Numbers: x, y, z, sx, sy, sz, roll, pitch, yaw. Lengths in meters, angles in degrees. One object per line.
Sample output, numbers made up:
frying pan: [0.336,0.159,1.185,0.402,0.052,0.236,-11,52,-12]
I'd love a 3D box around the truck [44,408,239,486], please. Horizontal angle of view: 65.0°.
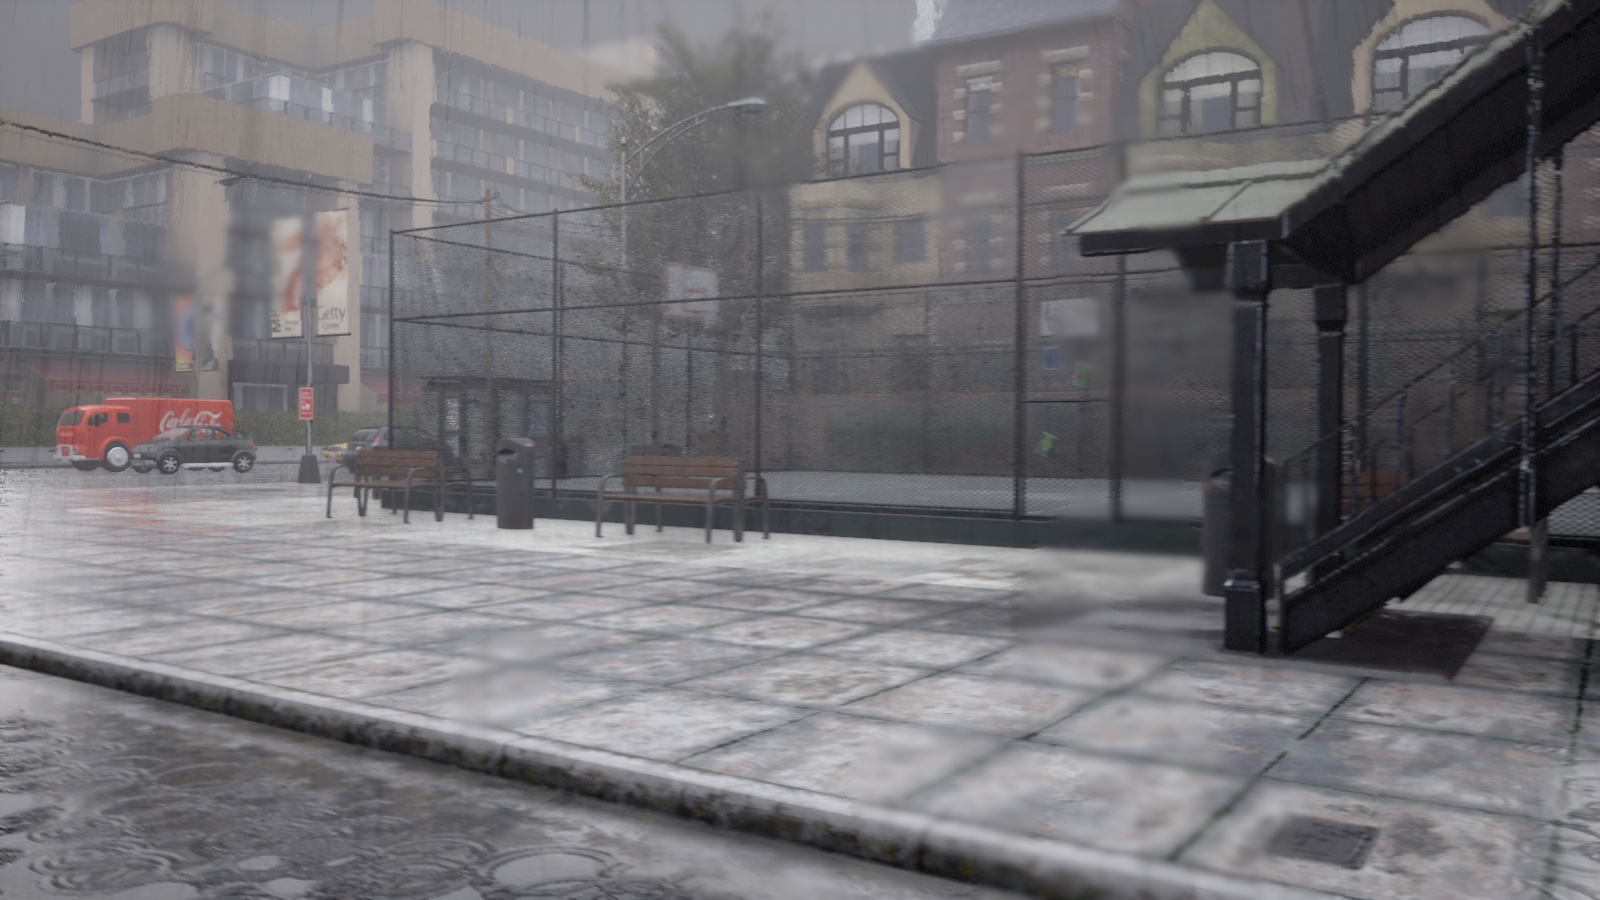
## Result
truck: [-22.229,-0.139,42.599,2.627,2.467,5.204,0,1,33]

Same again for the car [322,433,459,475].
car: [-16.609,0.122,51.213,1.801,1.575,5.366,0,1,33]

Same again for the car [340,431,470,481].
car: [-13.513,0.163,43.142,1.851,1.617,3.988,0,1,33]

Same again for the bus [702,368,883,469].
bus: [-0.089,-1.436,57.993,3.944,4.253,10.273,1,2,28]

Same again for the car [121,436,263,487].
car: [-19.491,0.335,40.404,1.789,1.549,3.705,0,1,33]
